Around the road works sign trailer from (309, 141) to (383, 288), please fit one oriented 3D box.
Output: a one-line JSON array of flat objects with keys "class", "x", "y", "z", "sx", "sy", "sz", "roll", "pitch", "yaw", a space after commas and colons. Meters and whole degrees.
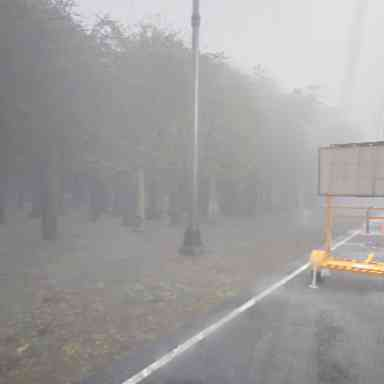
[{"class": "road works sign trailer", "x": 4.537, "y": 0.527, "z": 8.571, "sx": 2.380, "sy": 3.560, "sz": 2.880, "roll": 1, "pitch": 0, "yaw": 33}]
